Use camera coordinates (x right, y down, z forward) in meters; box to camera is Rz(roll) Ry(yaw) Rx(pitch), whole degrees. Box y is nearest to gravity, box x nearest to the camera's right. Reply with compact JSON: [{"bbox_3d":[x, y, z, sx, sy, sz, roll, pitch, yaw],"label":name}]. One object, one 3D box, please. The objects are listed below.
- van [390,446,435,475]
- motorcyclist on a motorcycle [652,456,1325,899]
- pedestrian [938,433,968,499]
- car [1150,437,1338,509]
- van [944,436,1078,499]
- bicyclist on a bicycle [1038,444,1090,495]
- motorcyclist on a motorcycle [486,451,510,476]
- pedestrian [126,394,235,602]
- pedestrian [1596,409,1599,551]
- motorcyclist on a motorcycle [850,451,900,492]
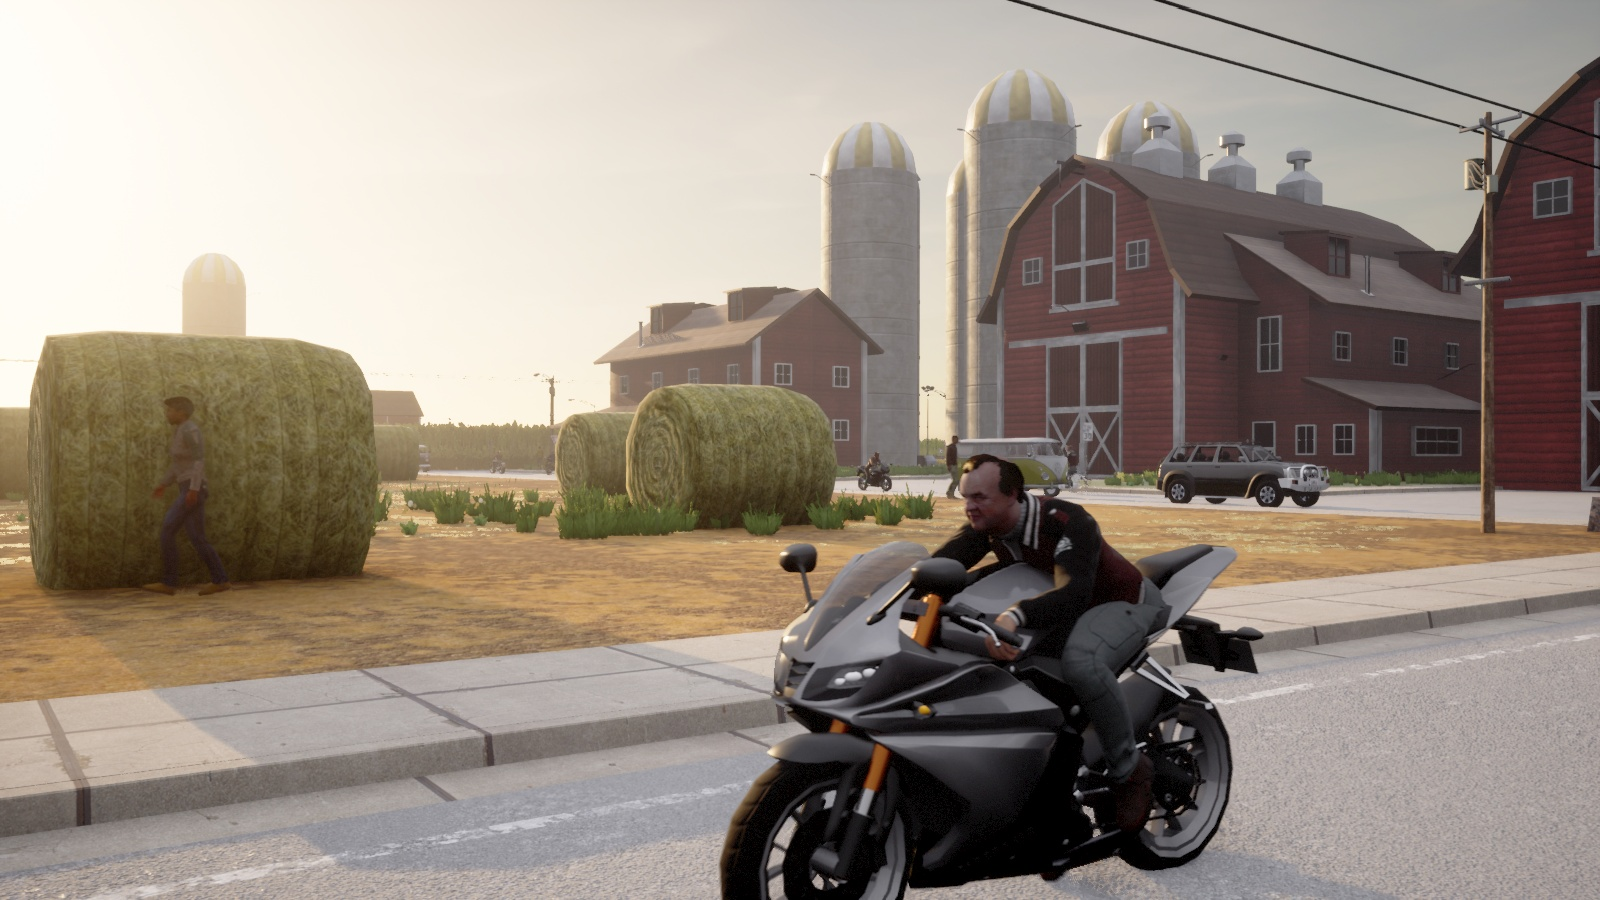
[{"bbox_3d":[-27.978,0.722,90.488,2.069,2.038,4.480,0,0,-31],"label":"van"},{"bbox_3d":[0.694,0.788,4.142,2.191,1.530,0.866,0,0,-35],"label":"motorcyclist on a motorcycle"},{"bbox_3d":[4.328,0.449,35.475,0.703,1.840,0.431,0,0,40],"label":"pedestrian"},{"bbox_3d":[12.212,0.591,34.812,1.932,1.855,4.605,0,0,-36],"label":"car"},{"bbox_3d":[6.999,0.559,42.020,1.775,1.987,4.442,0,0,-36],"label":"van"},{"bbox_3d":[9.394,0.678,44.682,0.659,1.776,1.843,0,0,-36],"label":"bicyclist on a bicycle"},{"bbox_3d":[-20.838,0.924,86.484,0.766,1.649,2.350,0,0,-36],"label":"motorcyclist on a motorcycle"},{"bbox_3d":[-5.559,0.420,11.274,0.869,1.805,0.328,0,0,-29],"label":"pedestrian"},{"bbox_3d":[11.240,0.412,17.069,0.692,1.930,0.396,0,0,-26],"label":"pedestrian"},{"bbox_3d":[2.848,0.810,47.760,0.797,1.523,2.044,0,0,-36],"label":"motorcyclist on a motorcycle"}]
